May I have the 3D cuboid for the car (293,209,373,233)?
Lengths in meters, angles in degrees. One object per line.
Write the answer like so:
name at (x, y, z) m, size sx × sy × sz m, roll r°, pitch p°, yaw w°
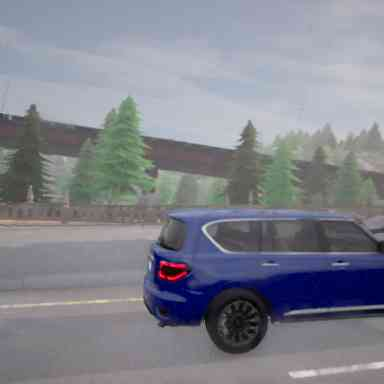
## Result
car at (9.363, 1.880, 22.170) m, size 4.674 × 1.442 × 1.812 m, roll 0°, pitch -1°, yaw -12°

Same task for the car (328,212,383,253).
car at (8.925, 1.735, 14.915) m, size 5.008 × 1.535 × 1.882 m, roll 0°, pitch -1°, yaw -12°

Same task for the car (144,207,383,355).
car at (1.943, 1.316, 6.045) m, size 5.566 × 2.045 × 2.150 m, roll 0°, pitch -1°, yaw -12°
